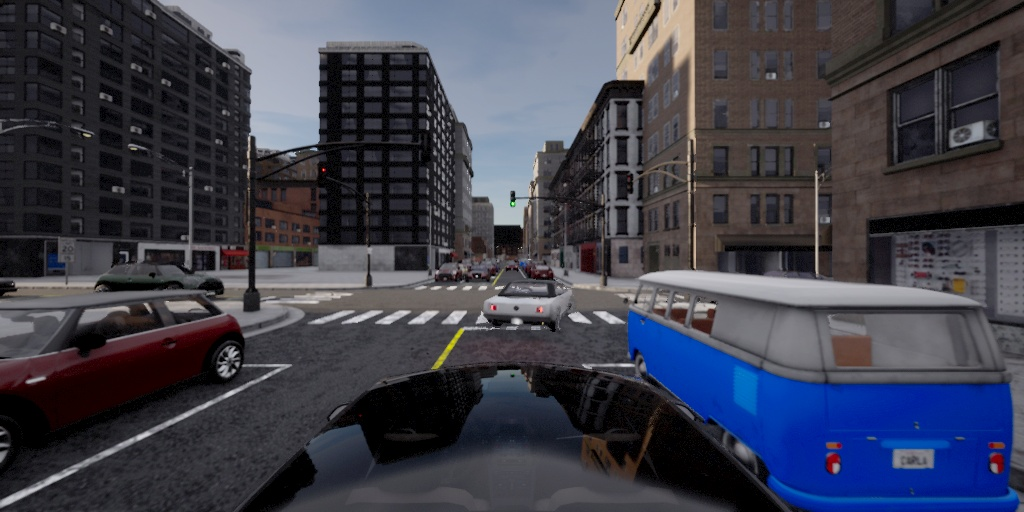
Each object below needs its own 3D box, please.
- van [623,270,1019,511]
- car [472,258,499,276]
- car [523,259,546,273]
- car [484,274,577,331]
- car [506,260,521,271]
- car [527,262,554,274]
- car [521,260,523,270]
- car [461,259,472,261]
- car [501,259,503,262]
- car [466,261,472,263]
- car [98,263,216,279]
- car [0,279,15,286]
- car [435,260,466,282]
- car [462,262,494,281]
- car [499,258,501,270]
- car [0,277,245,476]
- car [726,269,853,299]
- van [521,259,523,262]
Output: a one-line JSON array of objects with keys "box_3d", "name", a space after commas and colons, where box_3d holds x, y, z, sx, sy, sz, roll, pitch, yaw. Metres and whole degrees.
[{"box_3d": [2.636, 1.104, 4.201, 1.690, 1.789, 3.998, 0, 0, 0], "name": "van"}, {"box_3d": [-2.886, 1.315, 39.871, 2.097, 1.767, 4.553, 0, 0, 0], "name": "car"}, {"box_3d": [2.589, 1.258, 36.490, 2.192, 1.841, 5.009, 0, 0, 0], "name": "car"}, {"box_3d": [0.788, 1.408, 11.370, 1.895, 1.301, 4.718, 0, 0, 17], "name": "car"}, {"box_3d": [0.024, 1.647, 55.332, 1.895, 1.301, 4.718, 0, 0, 0], "name": "car"}, {"box_3d": [2.597, 1.459, 31.081, 1.888, 1.381, 4.507, 0, 0, 0], "name": "car"}, {"box_3d": [2.574, 1.548, 47.310, 1.888, 1.381, 4.507, 0, 0, 0], "name": "car"}, {"box_3d": [-5.443, 1.289, 41.888, 2.192, 1.841, 5.009, 0, 0, 0], "name": "car"}, {"box_3d": [-2.899, 1.628, 58.764, 1.994, 1.385, 4.181, 0, 0, 0], "name": "car"}, {"box_3d": [-5.435, 1.469, 36.309, 1.751, 1.417, 4.829, 0, 0, 0], "name": "car"}, {"box_3d": [-15.941, 1.106, 16.417, 4.553, 1.767, 2.097, 0, 0, 0], "name": "car"}, {"box_3d": [-26.333, 1.243, 16.393, 5.357, 1.411, 2.033, 0, 0, 0], "name": "car"}, {"box_3d": [-5.428, 1.354, 31.070, 1.967, 1.591, 4.097, 0, 0, 0], "name": "car"}, {"box_3d": [-2.891, 1.479, 31.250, 1.994, 1.385, 4.181, 0, 0, -1], "name": "car"}, {"box_3d": [-2.903, 1.363, 48.745, 2.097, 1.767, 4.553, 0, 0, 0], "name": "car"}, {"box_3d": [-5.389, 1.204, 4.190, 1.967, 1.591, 4.097, 0, 0, 0], "name": "car"}, {"box_3d": [14.870, 1.482, 19.439, 5.357, 1.411, 2.033, 0, 0, 0], "name": "car"}, {"box_3d": [2.566, 1.373, 52.720, 1.690, 1.789, 3.998, 0, 0, 0], "name": "van"}]
